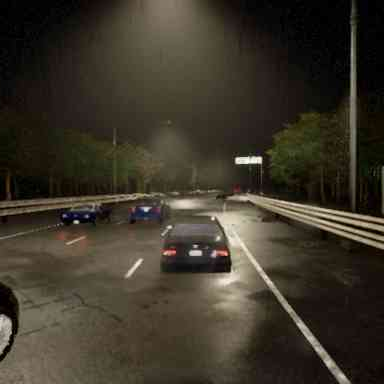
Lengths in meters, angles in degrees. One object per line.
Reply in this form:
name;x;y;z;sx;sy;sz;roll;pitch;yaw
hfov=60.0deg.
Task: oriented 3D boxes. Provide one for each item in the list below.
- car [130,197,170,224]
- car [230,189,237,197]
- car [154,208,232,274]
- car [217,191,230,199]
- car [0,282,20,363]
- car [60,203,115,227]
car;-2.685;1.092;22.372;2.097;1.767;4.553;0;1;3
car;10.216;0.504;88.797;1.994;1.385;4.181;0;1;13
car;0.163;1.430;10.171;2.033;1.411;5.357;0;1;2
car;6.288;0.747;69.594;1.994;1.385;4.181;0;1;10
car;-3.354;1.466;2.760;1.837;1.490;4.892;0;1;0
car;-6.296;1.354;20.644;1.895;1.301;4.718;0;1;3
